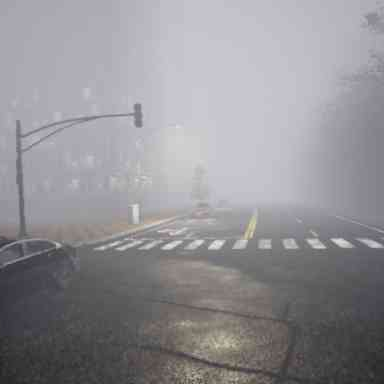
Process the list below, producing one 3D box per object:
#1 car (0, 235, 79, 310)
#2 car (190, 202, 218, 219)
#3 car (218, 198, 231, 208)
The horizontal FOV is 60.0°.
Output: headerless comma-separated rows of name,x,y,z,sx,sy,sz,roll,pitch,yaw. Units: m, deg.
car,-4.390,1.785,7.185,2.128,1.511,4.902,-3,0,13
car,1.055,1.733,32.049,1.812,1.442,4.674,-3,0,12
car,5.194,1.674,53.539,2.128,1.511,4.902,-3,0,10
